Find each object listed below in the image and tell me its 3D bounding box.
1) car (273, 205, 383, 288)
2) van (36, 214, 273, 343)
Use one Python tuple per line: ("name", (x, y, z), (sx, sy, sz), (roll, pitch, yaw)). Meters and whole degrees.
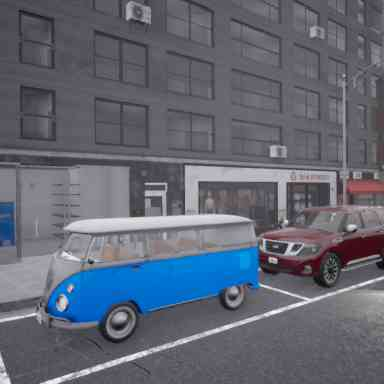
("car", (3.974, 1.314, 9.418), (5.009, 1.841, 2.192), (0, -1, -36))
("van", (-0.560, 1.340, 6.155), (3.998, 1.788, 1.690), (0, -1, -36))
